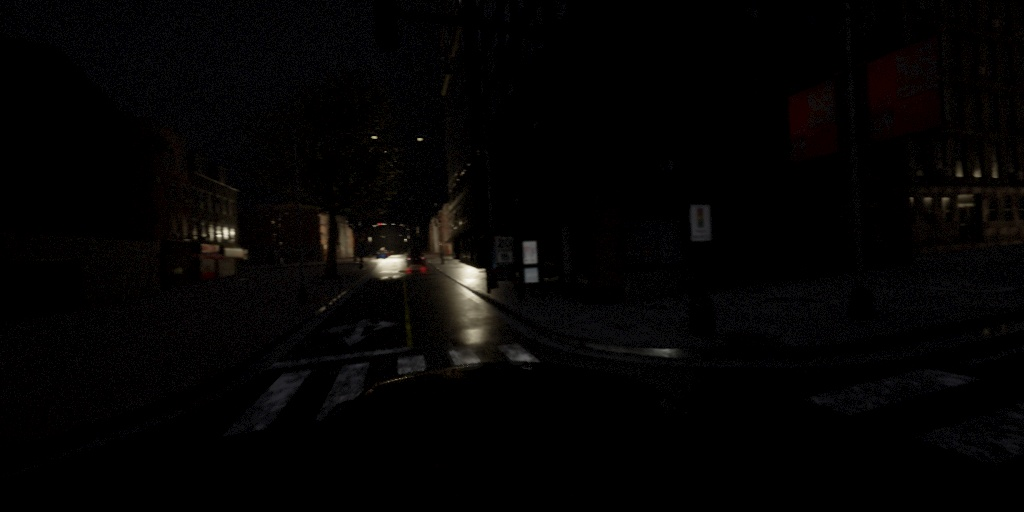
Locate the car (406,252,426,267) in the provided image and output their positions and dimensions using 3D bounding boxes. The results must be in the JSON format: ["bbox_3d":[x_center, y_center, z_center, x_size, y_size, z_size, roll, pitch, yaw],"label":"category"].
[{"bbox_3d":[-11.576,0.272,43.042,2.097,1.767,4.553,-3,3,-17],"label":"car"}]
